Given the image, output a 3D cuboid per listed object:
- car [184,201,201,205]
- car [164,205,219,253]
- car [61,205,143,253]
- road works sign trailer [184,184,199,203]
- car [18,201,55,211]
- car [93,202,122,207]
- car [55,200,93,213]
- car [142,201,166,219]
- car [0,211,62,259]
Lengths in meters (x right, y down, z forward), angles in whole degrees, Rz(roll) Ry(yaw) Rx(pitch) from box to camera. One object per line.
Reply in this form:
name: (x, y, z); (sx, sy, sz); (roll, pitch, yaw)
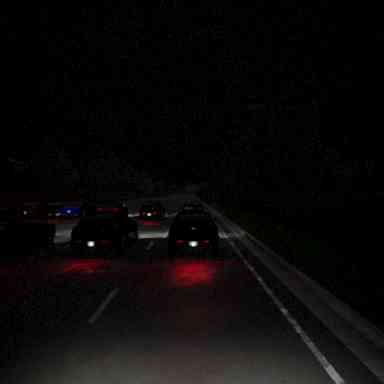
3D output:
car: (0.063, 1.521, 29.116); (2.128, 1.511, 4.902); (0, 0, 0)
car: (0.066, 1.518, 13.770); (1.837, 1.490, 4.892); (0, 0, 0)
car: (-3.435, 1.519, 13.788); (1.837, 1.490, 4.892); (0, 0, 0)
road works sign trailer: (-0.094, 0.515, 50.862); (2.380, 3.560, 2.880); (0, 0, 0)
car: (-13.932, 1.555, 30.111); (1.812, 1.442, 4.674); (0, 0, 0)
car: (-6.934, 1.593, 29.567); (1.994, 1.385, 4.181); (0, 0, 0)
car: (-10.429, 1.507, 30.644); (1.882, 1.535, 5.008); (0, 0, 0)
car: (-3.435, 1.535, 29.200); (1.837, 1.490, 4.892); (0, 0, 0)
car: (-6.942, 1.613, 12.665); (1.895, 1.301, 4.718); (0, 0, 0)
